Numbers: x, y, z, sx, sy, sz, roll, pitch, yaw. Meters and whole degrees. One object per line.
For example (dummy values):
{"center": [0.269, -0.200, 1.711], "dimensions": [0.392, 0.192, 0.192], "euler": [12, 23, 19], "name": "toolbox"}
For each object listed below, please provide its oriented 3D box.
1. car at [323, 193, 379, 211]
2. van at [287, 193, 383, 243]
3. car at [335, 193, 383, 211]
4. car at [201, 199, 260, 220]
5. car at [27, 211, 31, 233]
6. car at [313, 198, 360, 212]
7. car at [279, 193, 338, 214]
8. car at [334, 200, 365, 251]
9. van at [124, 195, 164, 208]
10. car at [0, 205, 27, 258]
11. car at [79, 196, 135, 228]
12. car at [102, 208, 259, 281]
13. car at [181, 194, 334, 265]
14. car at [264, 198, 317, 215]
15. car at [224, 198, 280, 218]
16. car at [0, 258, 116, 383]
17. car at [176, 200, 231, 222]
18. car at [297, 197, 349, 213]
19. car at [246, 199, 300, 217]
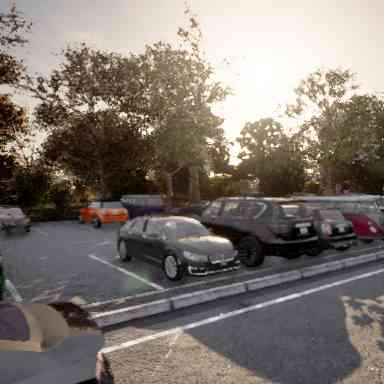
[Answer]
{"center": [18.959, 1.132, 40.006], "dimensions": [2.435, 2.045, 5.566], "euler": [0, 0, -36], "name": "car"}
{"center": [6.270, 1.195, 14.758], "dimensions": [1.878, 1.987, 4.442], "euler": [0, 0, -36], "name": "van"}
{"center": [21.125, 1.135, 41.555], "dimensions": [2.435, 2.045, 5.566], "euler": [0, 0, -36], "name": "car"}
{"center": [3.189, 1.406, 28.545], "dimensions": [1.946, 1.575, 5.366], "euler": [0, 0, -36], "name": "car"}
{"center": [-10.521, 1.502, 18.997], "dimensions": [2.002, 1.452, 4.674], "euler": [0, 0, -35], "name": "car"}
{"center": [16.578, 1.423, 38.337], "dimensions": [2.002, 1.452, 4.674], "euler": [0, 0, -36], "name": "car"}
{"center": [12.161, 1.135, 35.149], "dimensions": [2.435, 2.045, 5.566], "euler": [0, 0, -36], "name": "car"}
{"center": [3.938, 1.302, 13.199], "dimensions": [2.185, 1.767, 4.553], "euler": [0, 0, -36], "name": "car"}
{"center": [-3.789, 1.201, 23.935], "dimensions": [1.878, 1.987, 4.442], "euler": [0, 0, -35], "name": "van"}
{"center": [-5.228, 1.229, 6.742], "dimensions": [2.435, 2.045, 5.566], "euler": [0, 0, -35], "name": "car"}
{"center": [-5.967, 1.311, 22.201], "dimensions": [2.185, 1.767, 4.553], "euler": [0, 0, -35], "name": "car"}
{"center": [-0.648, 1.448, 9.976], "dimensions": [2.231, 1.521, 4.892], "euler": [0, 0, -35], "name": "car"}
{"center": [1.623, 1.186, 11.621], "dimensions": [2.435, 2.045, 5.566], "euler": [0, 0, -35], "name": "car"}
{"center": [9.864, 1.420, 33.578], "dimensions": [2.163, 1.488, 4.792], "euler": [0, 0, -36], "name": "car"}
{"center": [5.352, 1.402, 30.311], "dimensions": [2.097, 1.535, 5.008], "euler": [0, 0, -36], "name": "car"}
{"center": [-2.833, 1.502, 1.666], "dimensions": [4.902, 1.511, 2.128], "euler": [-1, 0, -35], "name": "car"}
{"center": [0.816, 1.455, 27.076], "dimensions": [2.002, 1.452, 4.674], "euler": [0, 0, -36], "name": "car"}
{"center": [14.415, 1.384, 36.788], "dimensions": [2.097, 1.535, 5.008], "euler": [0, 0, -36], "name": "car"}
{"center": [7.632, 1.426, 31.911], "dimensions": [2.163, 1.488, 4.792], "euler": [0, 0, -36], "name": "car"}
